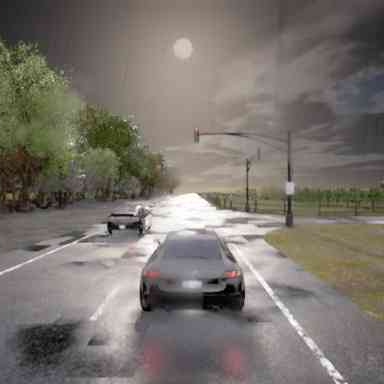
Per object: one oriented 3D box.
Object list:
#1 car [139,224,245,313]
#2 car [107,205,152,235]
[{"bbox_3d":[0.011,1.559,7.725,1.994,1.385,4.181,0,0,0],"label":"car"},{"bbox_3d":[-3.398,1.480,18.693,2.128,1.511,4.902,0,0,0],"label":"car"}]
